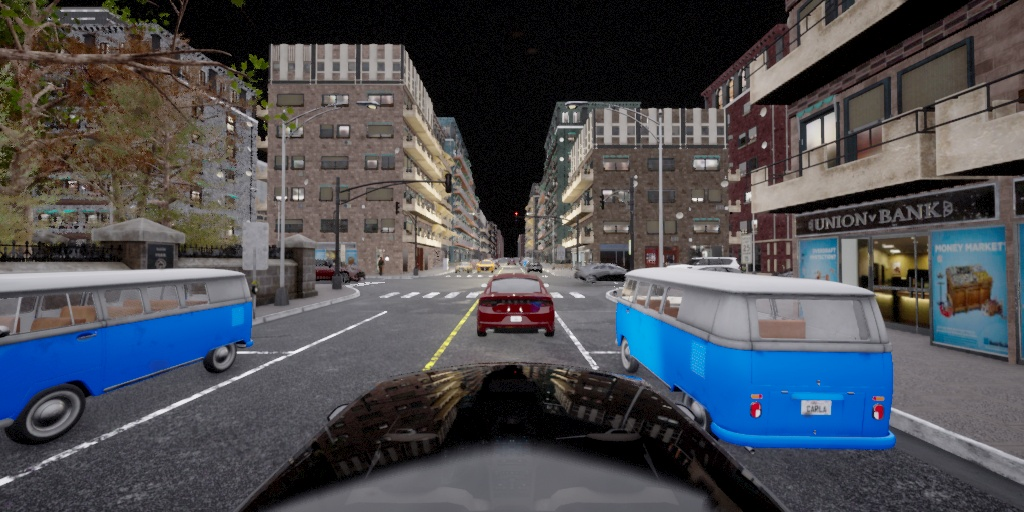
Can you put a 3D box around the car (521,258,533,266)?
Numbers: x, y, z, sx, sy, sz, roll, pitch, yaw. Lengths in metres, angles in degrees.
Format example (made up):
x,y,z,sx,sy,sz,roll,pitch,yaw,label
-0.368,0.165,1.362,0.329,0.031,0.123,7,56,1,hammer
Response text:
x,y,z,sx,sy,sz,roll,pitch,yaw,label
2.658,1.317,48.582,2.007,1.370,4.403,0,0,0,car

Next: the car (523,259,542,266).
x,y,z,sx,sy,sz,roll,pitch,yaw,label
2.662,1.330,42.939,1.948,1.339,4.313,0,0,0,car

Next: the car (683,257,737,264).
x,y,z,sx,sy,sz,roll,pitch,yaw,label
15.082,1.101,28.507,5.566,2.045,2.150,0,-1,2,car

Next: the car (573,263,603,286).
x,y,z,sx,sy,sz,roll,pitch,yaw,label
6.833,1.274,25.396,4.902,1.511,2.128,0,-1,1,car

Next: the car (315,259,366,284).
x,y,z,sx,sy,sz,roll,pitch,yaw,label
-12.840,1.020,25.470,4.553,1.767,2.097,0,-1,3,car

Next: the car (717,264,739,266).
x,y,z,sx,sy,sz,roll,pitch,yaw,label
13.519,1.333,22.735,4.313,1.339,1.948,0,0,1,car

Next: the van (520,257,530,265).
x,y,z,sx,sy,sz,roll,pitch,yaw,label
2.650,1.112,59.866,1.690,1.789,3.998,0,0,0,van

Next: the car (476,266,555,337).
x,y,z,sx,sy,sz,roll,pitch,yaw,label
0.092,1.230,10.352,1.882,1.535,5.008,0,0,0,car

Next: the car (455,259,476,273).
x,y,z,sx,sy,sz,roll,pitch,yaw,label
-5.719,1.289,42.763,1.751,1.417,4.829,0,0,0,car

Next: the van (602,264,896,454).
x,y,z,sx,sy,sz,roll,pitch,yaw,label
2.656,1.092,4.992,1.690,1.789,3.998,0,0,0,van

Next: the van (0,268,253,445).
x,y,z,sx,sy,sz,roll,pitch,yaw,label
-5.658,1.092,4.988,1.690,1.789,3.998,0,0,0,van

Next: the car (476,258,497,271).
x,y,z,sx,sy,sz,roll,pitch,yaw,label
-3.132,1.242,43.627,1.882,1.535,5.008,0,0,0,car

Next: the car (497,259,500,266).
x,y,z,sx,sy,sz,roll,pitch,yaw,label
-3.134,1.316,53.588,2.033,1.411,5.357,0,0,0,car

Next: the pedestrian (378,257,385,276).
x,y,z,sx,sy,sz,roll,pitch,yaw,label
-12.563,0.967,34.370,0.375,1.860,0.375,0,-1,1,pedestrian

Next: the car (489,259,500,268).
x,y,z,sx,sy,sz,roll,pitch,yaw,label
-3.106,1.299,63.727,1.812,1.442,4.674,0,0,0,car

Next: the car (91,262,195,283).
x,y,z,sx,sy,sz,roll,pitch,yaw,label
-26.383,1.140,25.783,5.357,1.411,2.033,0,-1,1,car
